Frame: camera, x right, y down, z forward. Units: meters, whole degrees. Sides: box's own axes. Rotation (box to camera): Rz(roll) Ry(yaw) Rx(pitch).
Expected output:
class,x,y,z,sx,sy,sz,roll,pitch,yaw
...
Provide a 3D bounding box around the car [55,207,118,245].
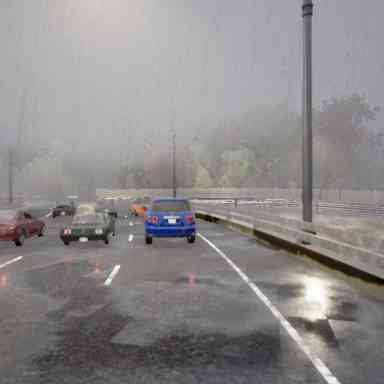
class,x,y,z,sx,sy,sz,roll,pitch,yaw
car,-4.635,1.614,15.460,1.895,1.301,4.718,0,0,-8

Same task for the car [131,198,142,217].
class,x,y,z,sx,sy,sz,roll,pitch,yaw
car,-4.610,1.364,31.761,2.097,1.767,4.553,0,0,-16

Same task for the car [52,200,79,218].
class,x,y,z,sx,sy,sz,roll,pitch,yaw
car,-11.335,1.514,29.819,1.837,1.490,4.892,0,0,-16

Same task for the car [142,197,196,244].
class,x,y,z,sx,sy,sz,roll,pitch,yaw
car,-1.171,1.256,15.959,2.150,2.045,5.566,0,0,-8

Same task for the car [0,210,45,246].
class,x,y,z,sx,sy,sz,roll,pitch,yaw
car,-8.095,1.531,14.931,1.812,1.442,4.674,0,0,-8

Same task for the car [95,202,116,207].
class,x,y,z,sx,sy,sz,roll,pitch,yaw
car,-7.977,1.571,30.804,1.994,1.385,4.181,0,0,-16
